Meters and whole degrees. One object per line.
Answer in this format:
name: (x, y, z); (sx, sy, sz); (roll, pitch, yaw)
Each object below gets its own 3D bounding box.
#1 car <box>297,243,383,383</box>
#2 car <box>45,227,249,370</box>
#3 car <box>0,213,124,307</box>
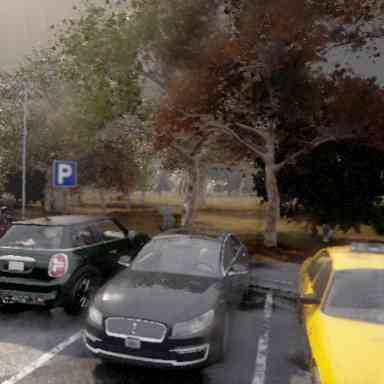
car: (2.342, 1.478, 4.198); (1.946, 1.575, 5.366); (1, 0, 15)
car: (-0.031, 1.461, 6.101); (2.231, 1.521, 4.892); (1, 0, 15)
car: (-2.474, 1.310, 7.777); (2.185, 1.767, 4.553); (0, 0, 15)
